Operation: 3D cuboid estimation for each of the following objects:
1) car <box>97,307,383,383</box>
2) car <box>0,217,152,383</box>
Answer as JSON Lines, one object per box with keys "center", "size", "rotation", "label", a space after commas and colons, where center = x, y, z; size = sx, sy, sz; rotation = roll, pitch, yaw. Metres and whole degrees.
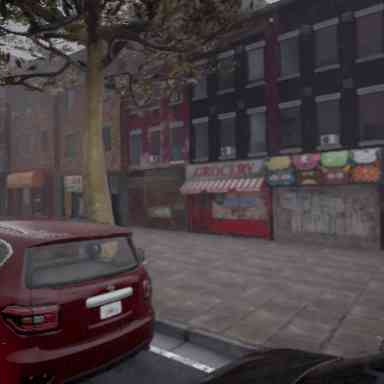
{"center": [1.736, 1.569, 1.598], "size": [4.313, 1.339, 1.947], "rotation": [0, -1, 36], "label": "car"}
{"center": [-2.783, 1.285, 4.834], "size": [5.009, 1.841, 2.192], "rotation": [0, -1, 36], "label": "car"}
